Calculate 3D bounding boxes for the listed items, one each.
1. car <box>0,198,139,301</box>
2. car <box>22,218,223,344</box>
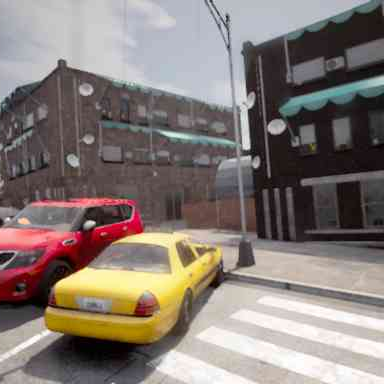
[{"bbox_3d":[-3.089,1.198,8.331,2.435,2.045,5.566,1,0,15],"label":"car"},{"bbox_3d":[-0.577,1.464,6.774,1.946,1.575,5.366,0,-1,16],"label":"car"}]
